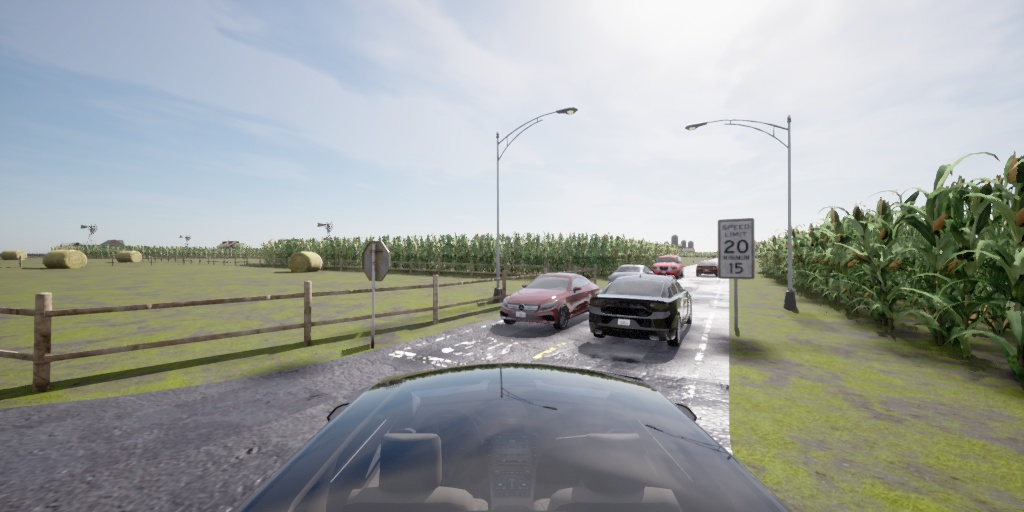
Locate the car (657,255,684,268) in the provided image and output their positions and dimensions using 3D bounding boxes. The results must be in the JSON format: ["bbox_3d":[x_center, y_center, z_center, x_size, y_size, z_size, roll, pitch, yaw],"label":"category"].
[{"bbox_3d":[14.199,0.978,32.545,2.150,2.045,5.566,0,1,31],"label":"car"}]

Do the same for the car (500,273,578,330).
[{"bbox_3d":[1.441,1.291,11.508,1.812,1.442,4.674,0,0,31],"label":"car"}]

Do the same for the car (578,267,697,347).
[{"bbox_3d":[3.618,1.231,9.601,1.882,1.535,5.008,0,0,31],"label":"car"}]

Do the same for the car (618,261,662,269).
[{"bbox_3d":[6.834,1.260,20.413,2.128,1.511,4.902,0,0,31],"label":"car"}]

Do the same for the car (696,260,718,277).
[{"bbox_3d":[19.753,1.229,36.133,1.882,1.535,5.008,0,0,32],"label":"car"}]
